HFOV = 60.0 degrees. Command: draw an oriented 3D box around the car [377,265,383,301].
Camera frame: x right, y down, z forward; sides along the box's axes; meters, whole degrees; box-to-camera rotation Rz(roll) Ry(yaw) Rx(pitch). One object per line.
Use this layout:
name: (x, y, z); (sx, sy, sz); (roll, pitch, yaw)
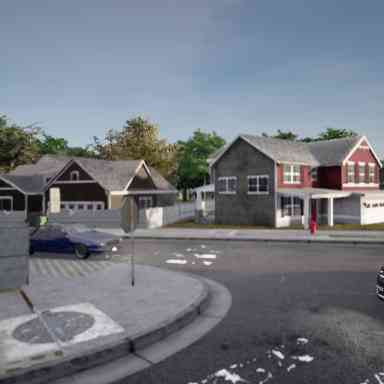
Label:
car: (5.837, 1.561, 7.152); (4.892, 1.490, 1.837); (0, 0, -36)

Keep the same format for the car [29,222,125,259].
car: (-5.761, 2.099, 15.009); (5.357, 1.411, 2.033); (-2, 0, 21)
